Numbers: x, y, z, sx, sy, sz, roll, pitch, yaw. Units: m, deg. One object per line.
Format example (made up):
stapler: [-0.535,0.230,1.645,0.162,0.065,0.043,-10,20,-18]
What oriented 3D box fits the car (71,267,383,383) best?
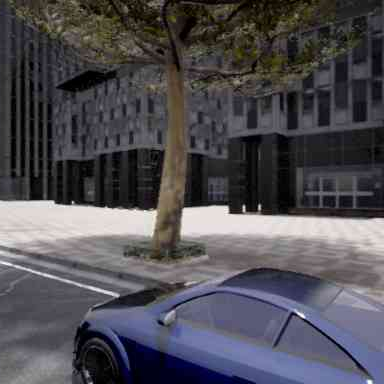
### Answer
car: [0.591,1.566,3.606,4.181,1.385,1.994,0,0,36]
